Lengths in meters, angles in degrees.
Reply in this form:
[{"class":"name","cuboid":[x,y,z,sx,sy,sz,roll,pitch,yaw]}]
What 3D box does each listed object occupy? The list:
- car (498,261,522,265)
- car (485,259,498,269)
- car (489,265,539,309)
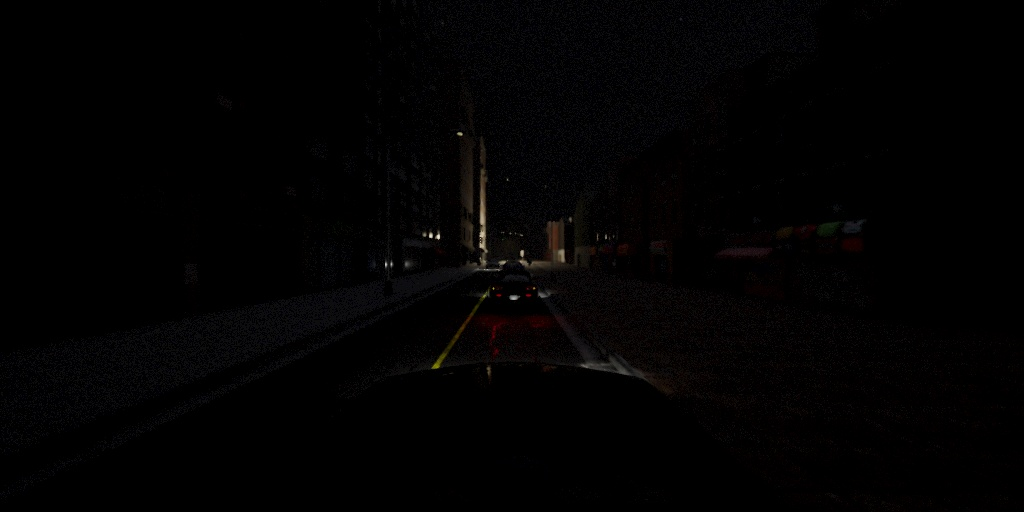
[{"class":"car","cuboid":[0.081,1.171,30.232,1.882,1.535,5.008,0,0,0]},{"class":"car","cuboid":[-2.809,1.124,52.307,1.812,1.442,4.674,0,0,0]},{"class":"car","cuboid":[0.076,1.264,14.706,1.812,1.442,4.674,0,0,0]}]
